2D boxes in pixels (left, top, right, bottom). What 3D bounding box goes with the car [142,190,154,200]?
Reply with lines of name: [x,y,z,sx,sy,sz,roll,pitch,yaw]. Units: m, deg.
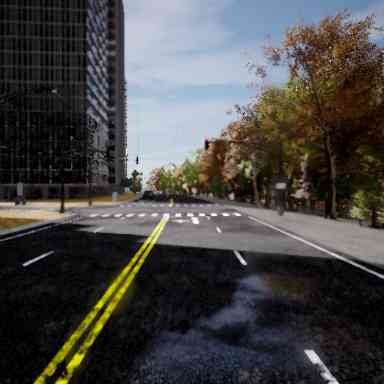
car: [-9.187,0.509,69.987,2.150,2.045,5.566,0,1,-4]
